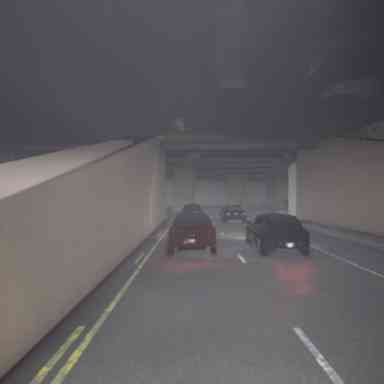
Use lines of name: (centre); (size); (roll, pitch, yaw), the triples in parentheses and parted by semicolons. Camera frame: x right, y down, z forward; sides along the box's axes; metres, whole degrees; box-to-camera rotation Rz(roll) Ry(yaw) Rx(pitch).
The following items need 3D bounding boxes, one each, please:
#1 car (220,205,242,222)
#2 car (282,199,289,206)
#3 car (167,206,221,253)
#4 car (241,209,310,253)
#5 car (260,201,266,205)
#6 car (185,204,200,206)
car: (3.520, 1.828, 28.968); (2.033, 1.411, 5.357); (0, -1, 0)
car: (18.591, 2.145, 69.397); (5.008, 1.535, 1.882); (0, -1, -28)
car: (0.012, 1.619, 14.452); (1.882, 1.535, 5.008); (0, 0, 0)
car: (3.511, 1.647, 14.288); (1.837, 1.490, 4.892); (0, 0, 0)
car: (17.369, 2.239, 72.702); (5.357, 1.411, 2.033); (0, -1, -28)
car: (0.039, 1.792, 29.275); (1.837, 1.490, 4.892); (0, 0, 1)
